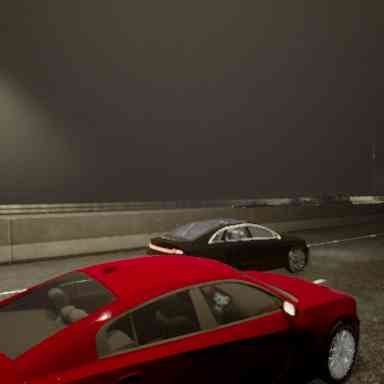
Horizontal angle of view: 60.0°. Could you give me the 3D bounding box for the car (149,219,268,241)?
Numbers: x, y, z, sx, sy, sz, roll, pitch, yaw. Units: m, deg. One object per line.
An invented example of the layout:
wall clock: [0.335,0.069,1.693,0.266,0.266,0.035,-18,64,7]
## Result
car: [1.127,1.478,8.849,4.902,1.511,2.128,0,0,-35]

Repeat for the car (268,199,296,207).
car: [10.237,1.424,32.784,4.902,1.511,2.128,0,0,-35]

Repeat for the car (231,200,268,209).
car: [6.303,1.540,34.280,4.718,1.301,1.895,0,0,-35]

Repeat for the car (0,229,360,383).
car: [-0.109,1.473,3.669,5.008,1.535,1.882,0,0,-35]

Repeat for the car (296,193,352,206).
car: [12.189,1.155,29.880,5.566,2.045,2.150,0,0,-35]
